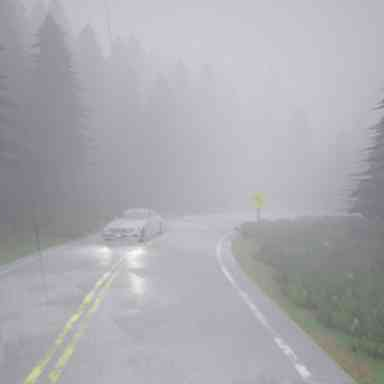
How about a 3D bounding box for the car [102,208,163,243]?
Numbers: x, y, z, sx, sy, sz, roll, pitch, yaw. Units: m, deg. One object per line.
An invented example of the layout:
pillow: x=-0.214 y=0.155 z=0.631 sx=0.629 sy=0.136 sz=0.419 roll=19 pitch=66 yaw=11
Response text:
car: x=-2.743 y=1.570 z=16.522 sx=1.812 sy=1.442 sz=4.674 roll=0 pitch=0 yaw=11
